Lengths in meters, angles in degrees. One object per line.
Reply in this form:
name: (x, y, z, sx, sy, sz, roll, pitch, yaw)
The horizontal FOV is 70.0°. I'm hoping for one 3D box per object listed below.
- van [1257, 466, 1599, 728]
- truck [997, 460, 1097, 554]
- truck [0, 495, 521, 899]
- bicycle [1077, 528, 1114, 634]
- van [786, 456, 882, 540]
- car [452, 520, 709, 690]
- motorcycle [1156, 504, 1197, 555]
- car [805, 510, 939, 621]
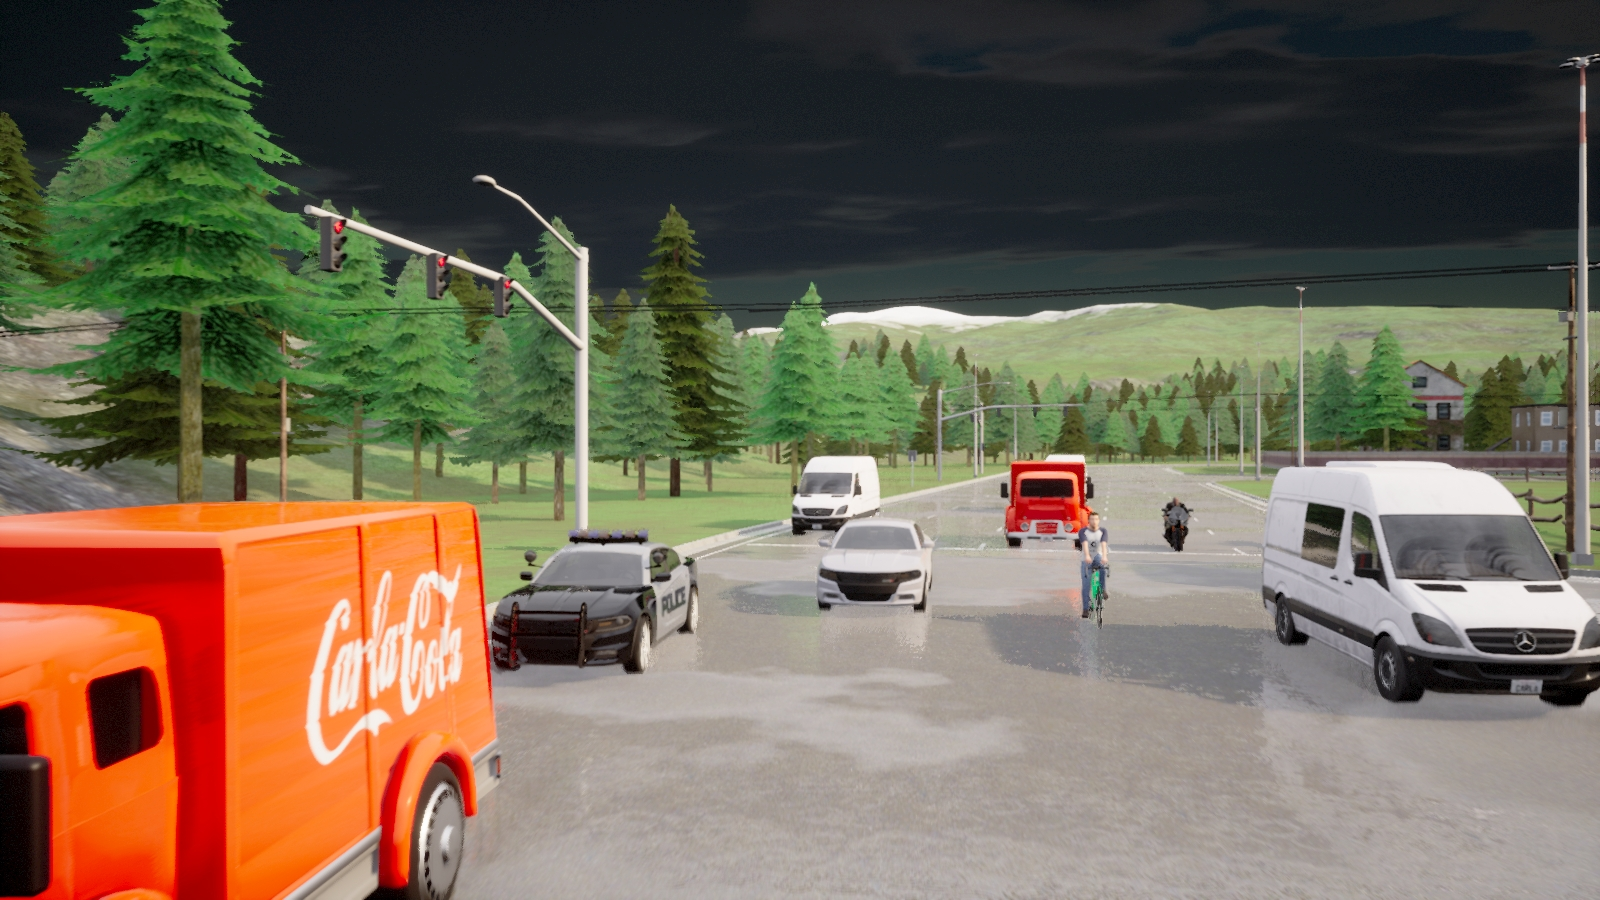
van: (7.705, 1.527, 14.528, 1.988, 2.561, 5.915, 0, 0, 6)
truck: (7.208, 1.553, 33.270, 2.627, 2.467, 5.204, 0, 0, 13)
truck: (-3.413, 1.564, 5.632, 2.627, 2.467, 5.204, 0, 0, 2)
bicycle: (4.706, 2.046, 18.233, 0.373, 1.496, 1.643, 0, 0, 8)
van: (1.266, 1.514, 38.540, 1.988, 2.561, 5.915, 0, 0, 14)
car: (-2.800, 1.973, 16.021, 2.097, 1.638, 5.238, 0, 0, 6)
motorcycle: (10.464, 2.189, 31.820, 0.867, 1.251, 2.209, 0, 0, 13)
car: (1.474, 2.023, 21.272, 2.097, 1.535, 5.006, 0, 0, 8)
